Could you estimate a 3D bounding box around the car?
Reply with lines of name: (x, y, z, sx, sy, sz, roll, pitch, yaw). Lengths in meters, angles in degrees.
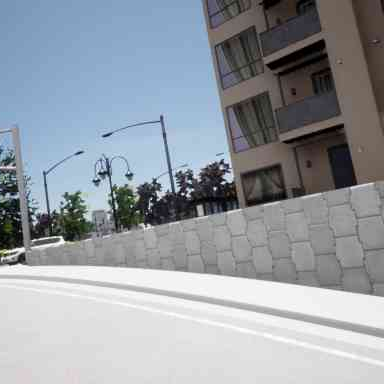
car: (-14.131, 5.315, 30.275, 2.150, 2.045, 5.566, -14, -8, 35)
